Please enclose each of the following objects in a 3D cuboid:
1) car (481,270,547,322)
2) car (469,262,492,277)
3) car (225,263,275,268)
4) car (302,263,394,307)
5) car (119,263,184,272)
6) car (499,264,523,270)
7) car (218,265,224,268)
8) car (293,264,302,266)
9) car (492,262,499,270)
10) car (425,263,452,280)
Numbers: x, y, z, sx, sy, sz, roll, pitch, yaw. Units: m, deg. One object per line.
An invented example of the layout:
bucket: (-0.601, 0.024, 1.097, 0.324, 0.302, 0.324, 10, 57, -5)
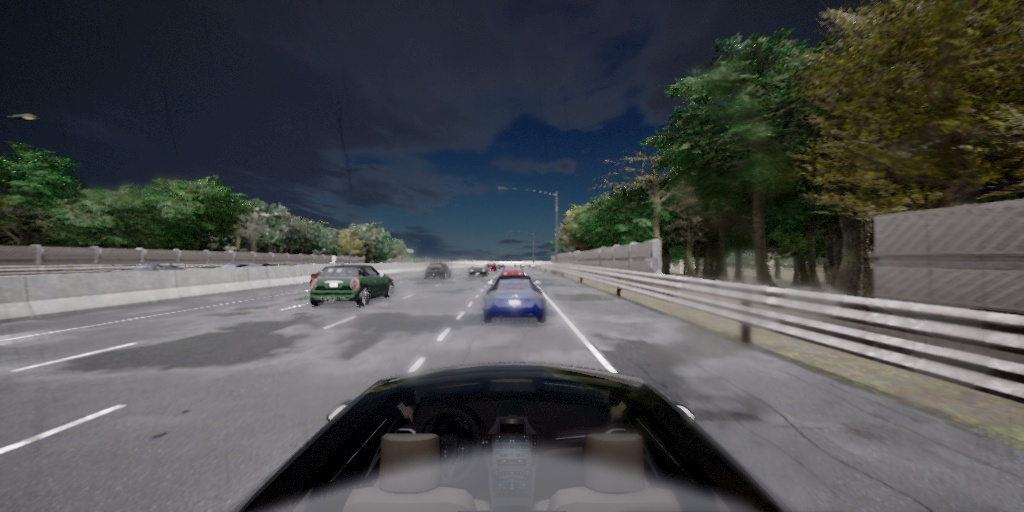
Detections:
car: (0.088, 1.350, 12.515, 1.994, 1.385, 4.181, 0, 0, 0)
car: (-3.545, 1.576, 39.596, 1.895, 1.301, 4.718, 0, -1, 0)
car: (-24.630, 1.441, 34.655, 1.837, 1.490, 4.892, 0, -1, 0)
car: (-6.916, 1.153, 16.024, 2.097, 1.767, 4.553, 0, 0, 0)
car: (-31.627, 1.404, 31.581, 2.128, 1.511, 4.902, 0, 0, 0)
car: (0.071, 1.487, 31.465, 1.895, 1.301, 4.718, 0, 0, 0)
car: (-28.130, 1.481, 36.067, 1.812, 1.442, 4.674, 0, -1, 0)
car: (-21.134, 1.475, 36.079, 1.812, 1.442, 4.674, 0, -1, 0)
car: (-3.573, 1.857, 62.808, 1.882, 1.535, 5.008, 0, -1, 0)
car: (-6.938, 1.422, 34.123, 1.837, 1.490, 4.892, 0, -1, 0)
